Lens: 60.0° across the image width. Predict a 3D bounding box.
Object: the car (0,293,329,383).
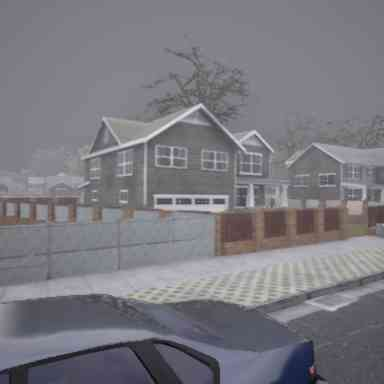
[{"bbox_3d":[-1.352,1.546,2.082,5.357,1.411,2.033,0,0,-35],"label":"car"}]
